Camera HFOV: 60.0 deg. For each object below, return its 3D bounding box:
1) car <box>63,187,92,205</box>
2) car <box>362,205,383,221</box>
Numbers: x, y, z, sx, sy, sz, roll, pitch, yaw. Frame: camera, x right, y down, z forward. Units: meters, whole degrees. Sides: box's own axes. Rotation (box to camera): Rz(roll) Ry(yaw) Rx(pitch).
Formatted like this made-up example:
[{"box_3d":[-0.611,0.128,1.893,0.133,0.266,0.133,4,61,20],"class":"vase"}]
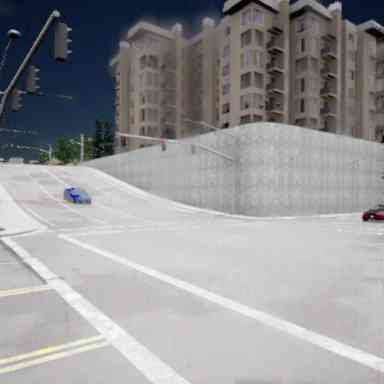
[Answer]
[{"box_3d":[-12.113,0.351,35.110,1.882,1.535,5.008,1,9,-36],"class":"car"},{"box_3d":[16.488,1.862,28.636,4.181,1.385,1.994,1,0,-36],"class":"car"}]
